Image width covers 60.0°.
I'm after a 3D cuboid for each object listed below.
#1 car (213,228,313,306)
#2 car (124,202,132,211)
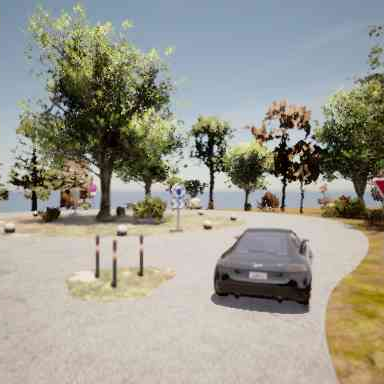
[{"bbox_3d":[1.924,1.577,8.283,1.994,1.385,4.181,0,0,19],"label":"car"},{"bbox_3d":[-5.981,1.555,41.028,4.902,1.511,2.128,0,0,4],"label":"car"}]
